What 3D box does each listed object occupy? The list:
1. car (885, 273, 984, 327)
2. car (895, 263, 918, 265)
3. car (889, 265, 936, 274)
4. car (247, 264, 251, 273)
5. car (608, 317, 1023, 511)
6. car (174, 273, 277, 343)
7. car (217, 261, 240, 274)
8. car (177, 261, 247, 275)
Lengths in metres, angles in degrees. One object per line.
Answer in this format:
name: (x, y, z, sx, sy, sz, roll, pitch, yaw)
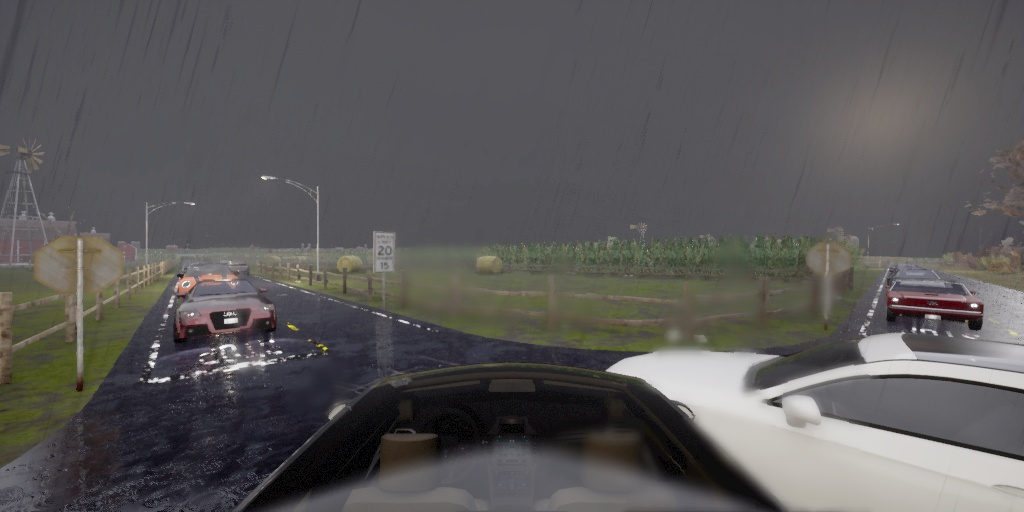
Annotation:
car: (13.436, 1.402, 11.599, 4.718, 1.301, 1.895, 0, 1, -43)
car: (27.174, 1.411, 24.519, 4.181, 1.385, 1.994, 0, 1, -43)
car: (20.465, 1.370, 18.214, 5.357, 1.411, 2.033, 0, 1, -43)
car: (-27.241, 1.292, 35.537, 2.128, 1.511, 4.902, 0, 0, -42)
car: (2.825, 1.294, 2.458, 1.812, 1.442, 4.674, 0, 1, -44)
car: (-8.010, 1.357, 9.966, 1.994, 1.385, 4.181, 0, 0, -43)
car: (-34.017, 1.315, 42.945, 1.837, 1.490, 4.892, 0, 0, -42)
car: (-13.834, 1.144, 16.406, 2.097, 1.767, 4.553, 0, 0, -42)
